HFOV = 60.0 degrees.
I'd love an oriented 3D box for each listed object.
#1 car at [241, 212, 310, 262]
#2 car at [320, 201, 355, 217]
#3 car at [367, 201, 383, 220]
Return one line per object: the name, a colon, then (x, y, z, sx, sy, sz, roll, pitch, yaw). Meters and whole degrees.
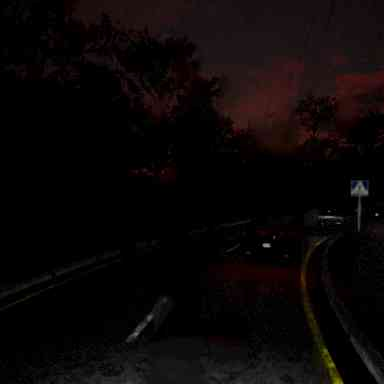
car: (3.218, 1.456, 12.292, 1.882, 1.535, 5.008, 0, 0, 23)
car: (13.532, 1.535, 30.936, 1.994, 1.385, 4.181, 1, 1, 44)
car: (16.112, 1.529, 27.684, 1.837, 1.490, 4.892, 1, 1, 44)
